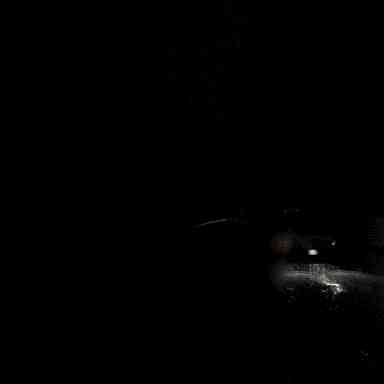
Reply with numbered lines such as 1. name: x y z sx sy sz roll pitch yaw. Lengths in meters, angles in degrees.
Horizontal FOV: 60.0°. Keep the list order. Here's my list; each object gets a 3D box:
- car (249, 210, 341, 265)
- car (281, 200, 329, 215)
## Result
1. car: 3.347 1.543 11.570 1.994 1.385 4.181 0 0 -4
2. car: 9.558 1.438 28.105 4.902 1.511 2.128 0 0 -35
